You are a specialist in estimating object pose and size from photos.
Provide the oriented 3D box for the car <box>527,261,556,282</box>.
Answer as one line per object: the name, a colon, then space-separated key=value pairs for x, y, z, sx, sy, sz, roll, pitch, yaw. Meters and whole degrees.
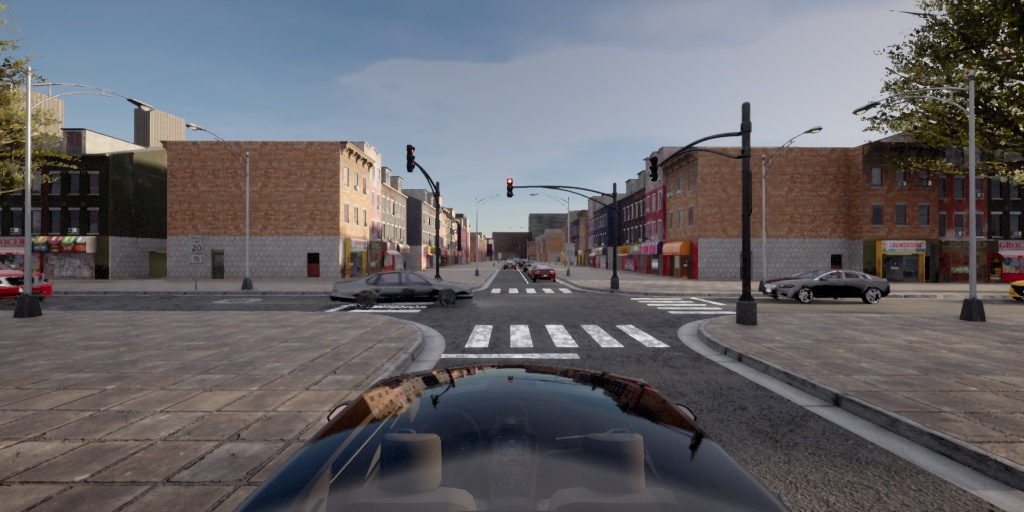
car: x=2.430 y=1.312 z=28.653 sx=1.888 sy=1.381 sz=4.507 roll=0 pitch=0 yaw=0

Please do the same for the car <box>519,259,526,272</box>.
car: x=2.297 y=1.366 z=45.690 sx=1.948 sy=1.339 sz=4.313 roll=0 pitch=0 yaw=0

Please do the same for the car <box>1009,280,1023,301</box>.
car: x=26.159 y=1.407 z=16.474 sx=5.008 sy=1.535 sz=1.882 roll=0 pitch=0 yaw=0

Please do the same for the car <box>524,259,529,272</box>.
car: x=2.384 y=1.301 z=34.502 sx=1.751 sy=1.417 sz=4.829 roll=0 pitch=0 yaw=0

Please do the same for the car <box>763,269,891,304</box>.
car: x=14.268 y=1.334 z=16.444 sx=4.902 sy=1.511 sz=2.128 roll=0 pitch=0 yaw=1

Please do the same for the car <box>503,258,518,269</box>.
car: x=-0.331 y=1.361 z=57.240 sx=1.812 sy=1.442 sz=4.674 roll=0 pitch=0 yaw=0

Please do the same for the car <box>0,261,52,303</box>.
car: x=-21.018 y=0.916 z=13.437 sx=5.566 sy=2.045 sz=2.150 roll=0 pitch=0 yaw=0

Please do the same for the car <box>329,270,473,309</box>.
car: x=-4.337 y=1.283 z=14.477 sx=5.357 sy=1.411 sz=2.033 roll=0 pitch=0 yaw=-14
